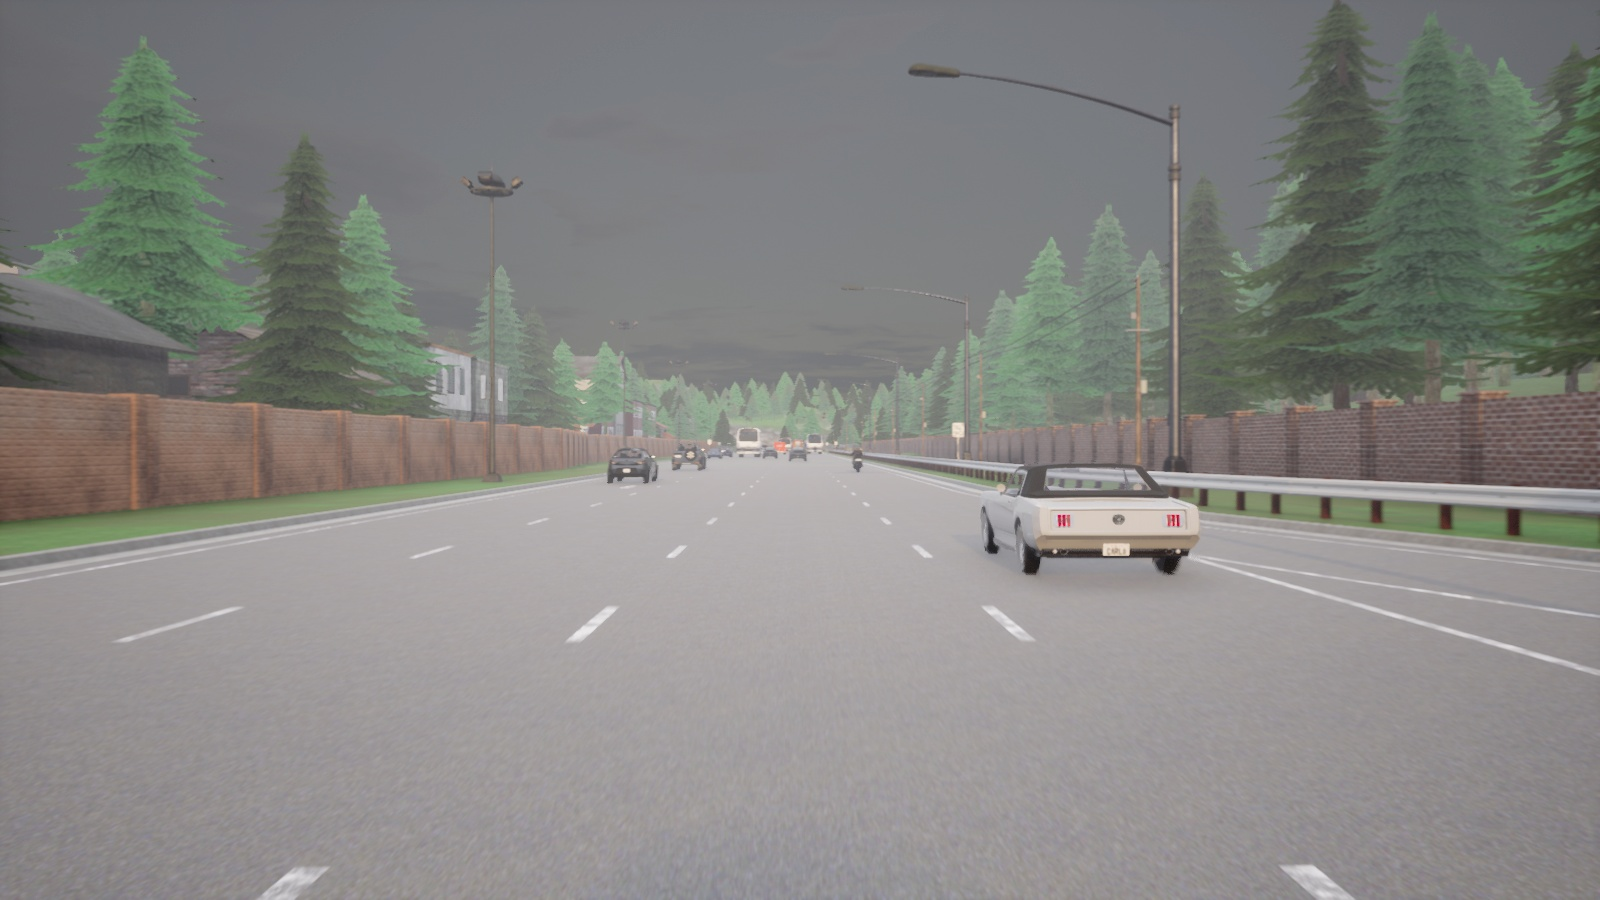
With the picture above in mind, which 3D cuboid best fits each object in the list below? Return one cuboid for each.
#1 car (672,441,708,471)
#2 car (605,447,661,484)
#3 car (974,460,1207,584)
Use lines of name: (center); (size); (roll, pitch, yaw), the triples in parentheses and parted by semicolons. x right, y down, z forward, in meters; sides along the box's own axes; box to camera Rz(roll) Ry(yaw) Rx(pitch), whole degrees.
car: (-7.083, 0.369, 81.007); (1.932, 1.855, 4.605); (0, 0, 0)
car: (-7.048, 0.632, 53.393); (1.816, 1.474, 4.193); (0, 0, 0)
car: (3.498, 0.810, 16.073); (1.895, 1.301, 4.718); (0, 0, 0)
